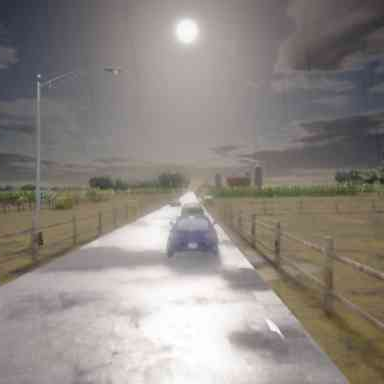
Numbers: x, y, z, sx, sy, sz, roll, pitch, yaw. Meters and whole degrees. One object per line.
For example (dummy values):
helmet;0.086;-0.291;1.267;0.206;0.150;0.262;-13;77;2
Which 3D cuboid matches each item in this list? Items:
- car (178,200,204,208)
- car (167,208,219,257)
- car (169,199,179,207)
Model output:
car;0.047;1.647;28.818;1.882;1.535;5.008;0;0;0
car;0.046;1.602;13.264;1.812;1.442;4.674;0;0;1
car;-2.820;1.911;56.917;1.895;1.301;4.718;0;0;1
